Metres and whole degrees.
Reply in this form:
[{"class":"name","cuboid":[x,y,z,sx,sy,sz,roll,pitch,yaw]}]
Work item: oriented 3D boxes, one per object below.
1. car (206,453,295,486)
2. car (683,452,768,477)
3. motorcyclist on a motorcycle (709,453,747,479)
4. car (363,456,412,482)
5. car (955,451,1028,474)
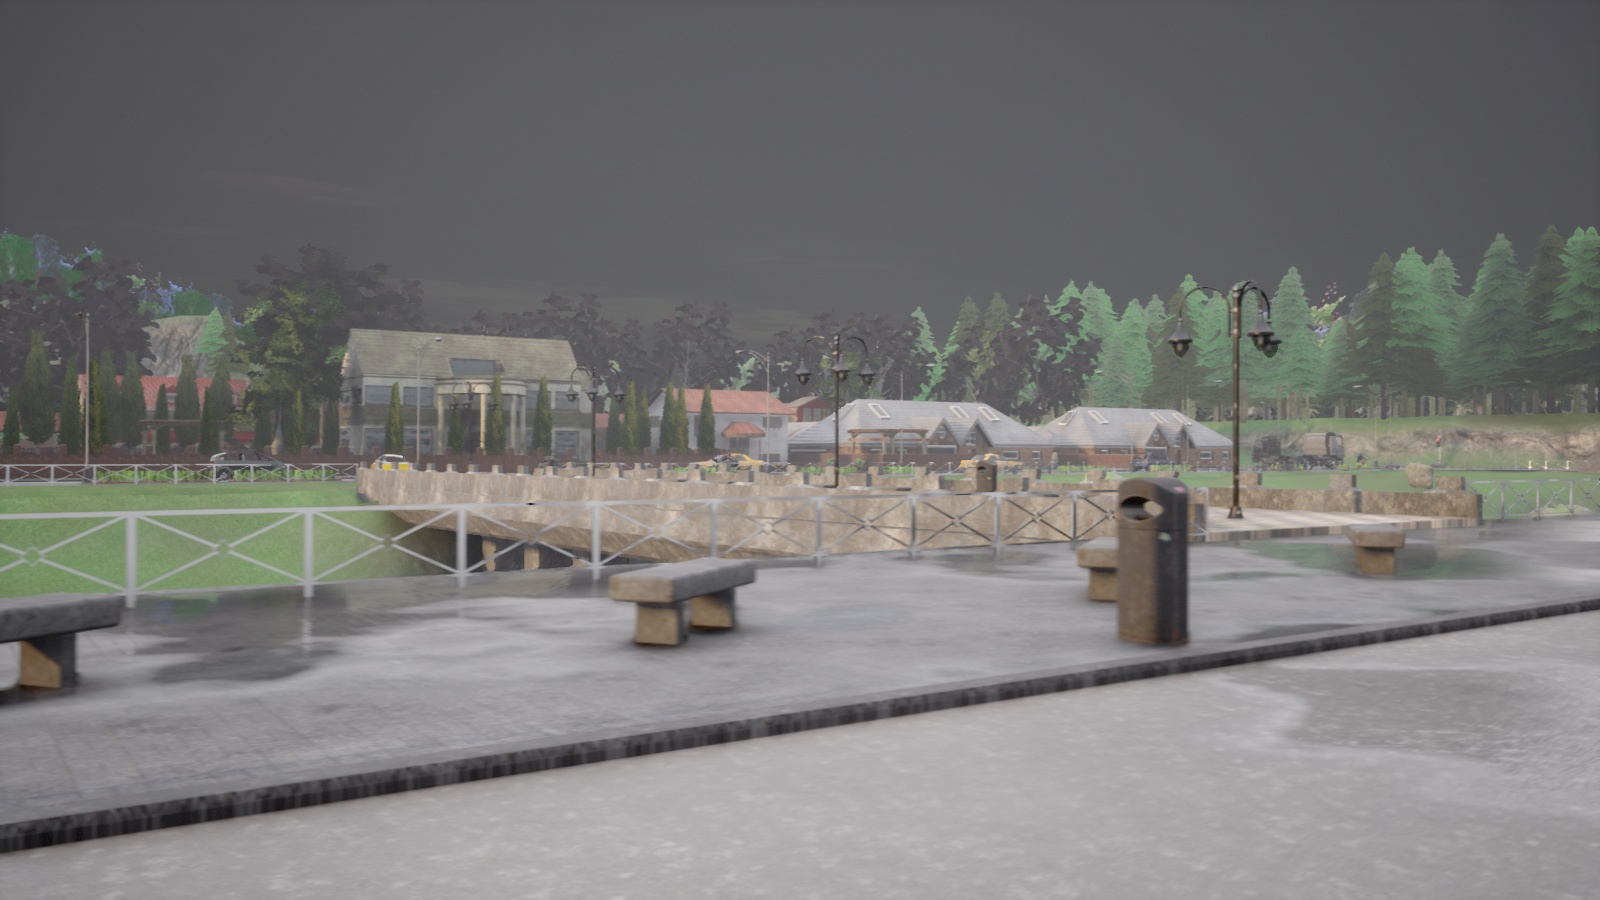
[{"class":"car","cuboid":[-26.633,0.929,60.886,3.705,1.549,1.789,0,0,-35]},{"class":"car","cuboid":[-4.772,0.892,80.969,5.366,1.575,1.801,0,0,-35]},{"class":"motorcyclist on a motorcycle","cuboid":[-4.393,0.976,76.359,2.191,1.530,0.866,0,0,-35]},{"class":"car","cuboid":[-22.535,1.015,68.611,2.207,1.376,1.481,0,0,-35]},{"class":"car","cuboid":[13.595,0.873,88.874,5.366,1.575,1.801,0,0,-35]}]
